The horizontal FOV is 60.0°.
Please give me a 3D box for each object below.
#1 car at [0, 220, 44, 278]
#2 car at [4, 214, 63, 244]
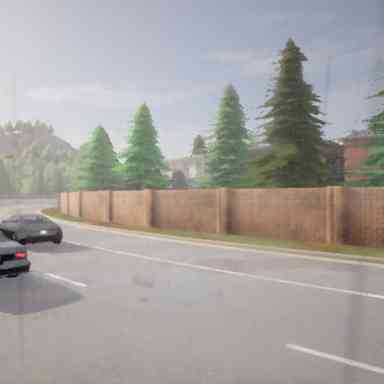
[{"bbox_3d":[-6.475,1.641,9.475,5.357,1.411,2.033,-1,-1,42],"label":"car"},{"bbox_3d":[-7.808,1.714,15.755,1.994,1.385,4.181,0,-1,-45],"label":"car"}]
